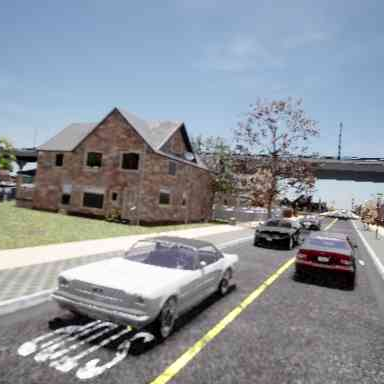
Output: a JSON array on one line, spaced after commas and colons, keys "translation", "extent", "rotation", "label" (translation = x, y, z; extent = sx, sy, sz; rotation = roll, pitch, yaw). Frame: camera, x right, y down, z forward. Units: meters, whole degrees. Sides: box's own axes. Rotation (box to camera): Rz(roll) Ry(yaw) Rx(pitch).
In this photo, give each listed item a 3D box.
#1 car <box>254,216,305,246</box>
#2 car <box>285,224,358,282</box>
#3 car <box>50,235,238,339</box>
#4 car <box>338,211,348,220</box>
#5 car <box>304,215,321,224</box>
[{"translation": [4.964, 2.235, 18.954], "extent": [1.882, 1.535, 5.008], "rotation": [5, -1, 25], "label": "car"}, {"translation": [4.961, 2.186, 12.188], "extent": [2.033, 1.411, 5.357], "rotation": [5, -1, 25], "label": "car"}, {"translation": [-0.538, 1.667, 7.006], "extent": [1.895, 1.301, 4.718], "rotation": [5, -1, 24], "label": "car"}, {"translation": [35.240, 5.851, 77.740], "extent": [1.895, 1.301, 4.718], "rotation": [5, -1, 25], "label": "car"}, {"translation": [12.437, 3.177, 35.019], "extent": [2.128, 1.511, 4.902], "rotation": [5, -1, 25], "label": "car"}]
